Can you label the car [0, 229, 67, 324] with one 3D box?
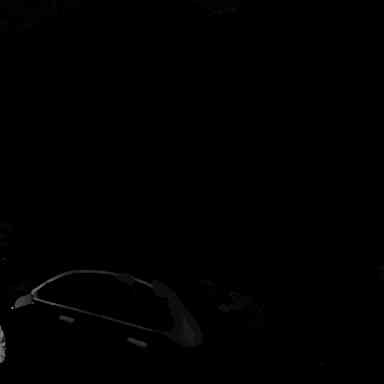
[{"bbox_3d":[-5.222,1.473,7.261,4.892,1.521,2.231,0,0,36],"label":"car"}]
